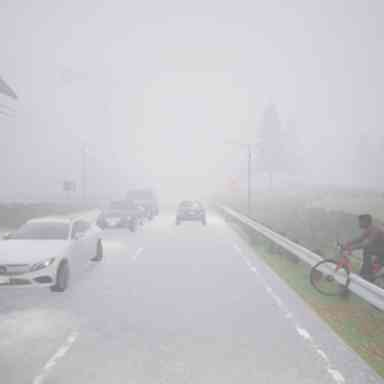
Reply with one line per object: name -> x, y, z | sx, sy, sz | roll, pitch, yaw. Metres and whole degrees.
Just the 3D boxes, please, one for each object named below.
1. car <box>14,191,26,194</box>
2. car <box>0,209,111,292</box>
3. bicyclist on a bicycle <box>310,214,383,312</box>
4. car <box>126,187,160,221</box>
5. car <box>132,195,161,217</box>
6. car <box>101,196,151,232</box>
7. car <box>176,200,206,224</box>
car -> -32.841, 0.553, 63.487 | 1.784, 1.438, 3.905 | 0, 1, -1
car -> -3.667, 1.391, 8.720 | 1.812, 1.442, 4.674 | 0, 1, 0
bicyclist on a bicycle -> 3.059, 1.222, 5.897 | 1.656, 1.620, 0.582 | 13, 5, 13
car -> -3.698, 0.793, 23.779 | 2.150, 2.045, 5.566 | 0, 4, -1
car -> -3.799, 1.122, 28.464 | 1.812, 1.442, 4.674 | 0, 2, 0
car -> -3.744, 1.214, 18.055 | 2.128, 1.511, 4.902 | 0, 1, 0
car -> -0.081, 1.217, 21.484 | 2.033, 1.411, 5.357 | 0, 1, -1
